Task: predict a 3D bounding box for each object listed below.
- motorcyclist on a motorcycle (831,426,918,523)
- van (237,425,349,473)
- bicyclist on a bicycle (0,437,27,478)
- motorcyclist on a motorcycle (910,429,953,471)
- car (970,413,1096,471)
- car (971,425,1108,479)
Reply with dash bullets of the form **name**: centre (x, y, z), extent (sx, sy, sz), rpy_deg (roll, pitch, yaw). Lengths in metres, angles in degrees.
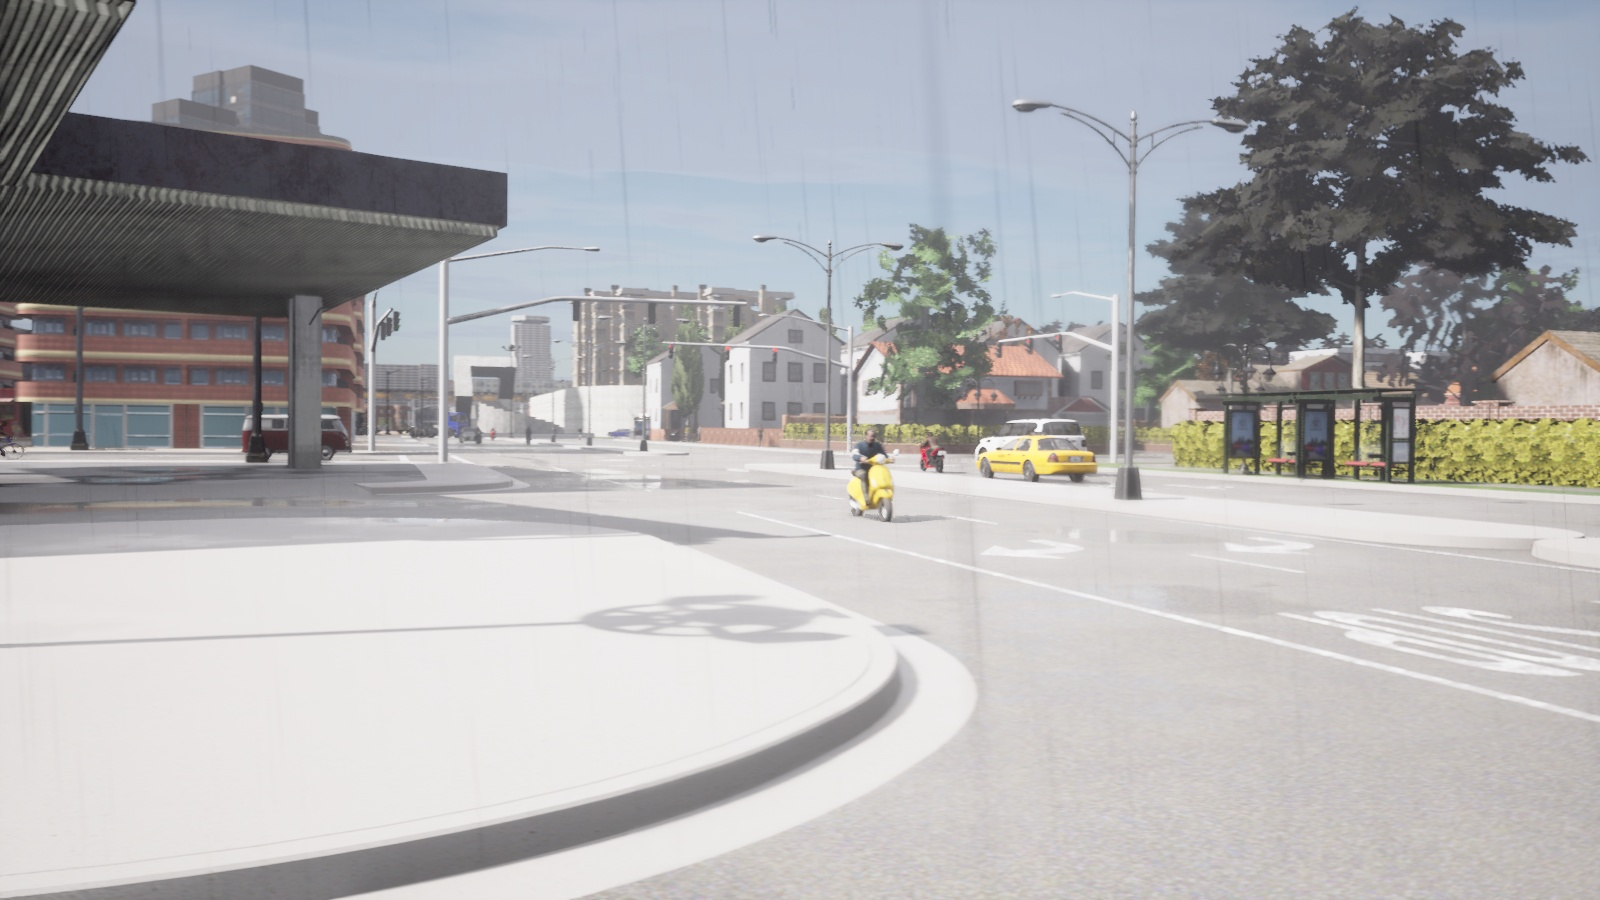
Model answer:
- **motorcyclist on a motorcycle**: centre (1.264, 0.393, 21.744), extent (0.866, 1.590, 1.817), rpy_deg (-1, 1, -19)
- **van**: centre (-21.939, -0.074, 54.519), extent (4.442, 1.987, 1.775), rpy_deg (-1, 1, -20)
- **bicyclist on a bicycle**: centre (-32.334, 0.298, 50.835), extent (1.656, 1.620, 0.582), rpy_deg (-1, 1, -20)
- **motorcyclist on a motorcycle**: centre (4.907, -0.018, 46.968), extent (0.797, 1.523, 2.044), rpy_deg (-1, 1, -19)
- **car**: centre (8.601, -0.321, 46.950), extent (2.150, 2.045, 5.566), rpy_deg (-1, 1, -19)
- **car**: centre (7.411, 0.029, 39.527), extent (1.801, 1.575, 5.366), rpy_deg (-1, 1, -19)
